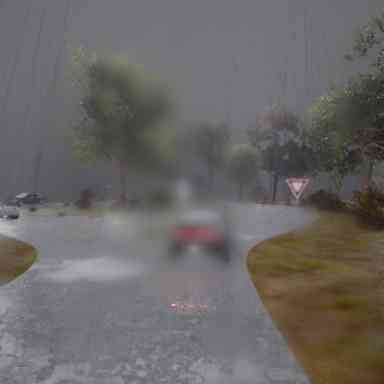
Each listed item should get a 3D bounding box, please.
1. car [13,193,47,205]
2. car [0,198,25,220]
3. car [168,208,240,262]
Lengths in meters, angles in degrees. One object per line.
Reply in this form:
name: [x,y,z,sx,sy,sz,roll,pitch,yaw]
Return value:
car: [-19.036,0.861,38.291,1.837,1.490,4.892,0,0,23]
car: [-13.458,1.224,22.269,4.718,1.301,1.895,1,1,37]
car: [0.525,1.309,11.425,1.837,1.490,4.892,0,0,11]
